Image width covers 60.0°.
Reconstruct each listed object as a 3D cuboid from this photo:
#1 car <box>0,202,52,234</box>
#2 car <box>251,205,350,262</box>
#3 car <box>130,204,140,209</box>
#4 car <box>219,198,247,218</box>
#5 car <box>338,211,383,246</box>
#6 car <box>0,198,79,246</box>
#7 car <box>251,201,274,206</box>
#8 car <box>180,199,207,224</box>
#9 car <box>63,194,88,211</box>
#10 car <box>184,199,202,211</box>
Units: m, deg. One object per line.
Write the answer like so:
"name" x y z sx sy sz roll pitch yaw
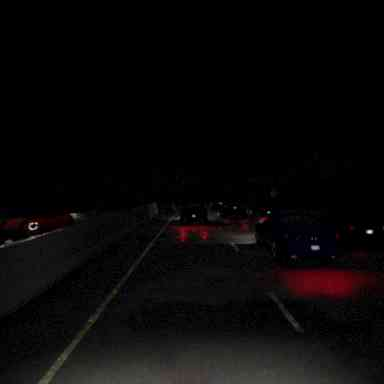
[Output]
"car" -10.585 1.470 20.377 1.882 1.535 5.008 0 0 0
"car" 3.607 1.475 12.205 1.882 1.535 5.008 0 0 0
"car" -10.464 3.016 62.643 1.812 1.442 4.674 0 -7 0
"car" 3.617 1.344 30.215 2.097 1.767 4.553 0 0 0
"car" 7.110 1.561 15.319 1.994 1.385 4.181 0 0 0
"car" -7.090 1.347 15.104 2.097 1.767 4.553 0 0 0
"car" 7.118 1.594 33.026 1.895 1.301 4.718 0 0 0
"car" 0.113 1.471 25.070 1.882 1.535 5.008 0 0 0
"car" -14.044 1.280 39.142 2.150 2.045 5.566 0 -2 0
"car" 0.124 1.660 42.654 2.128 1.511 4.902 0 -2 0
